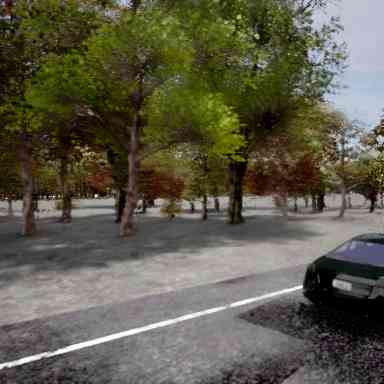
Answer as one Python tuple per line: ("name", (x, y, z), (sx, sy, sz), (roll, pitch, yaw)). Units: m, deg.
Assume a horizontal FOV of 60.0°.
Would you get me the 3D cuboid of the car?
("car", (4.204, 1.564, 6.873), (4.181, 1.385, 1.994), (0, 0, -36))
